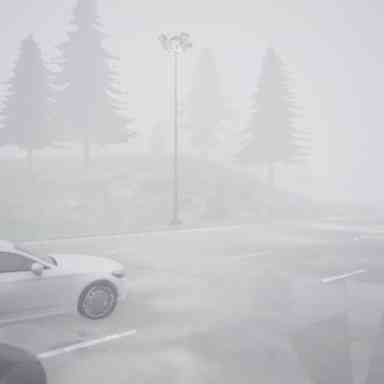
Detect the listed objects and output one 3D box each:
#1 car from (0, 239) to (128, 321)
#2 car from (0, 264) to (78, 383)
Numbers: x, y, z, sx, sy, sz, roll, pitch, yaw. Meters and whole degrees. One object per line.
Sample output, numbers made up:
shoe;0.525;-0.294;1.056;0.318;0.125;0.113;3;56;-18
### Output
car;-3.397;1.526;5.622;4.674;1.442;1.812;0;0;-35
car;-3.145;1.525;1.501;4.674;1.442;1.812;0;0;-35
